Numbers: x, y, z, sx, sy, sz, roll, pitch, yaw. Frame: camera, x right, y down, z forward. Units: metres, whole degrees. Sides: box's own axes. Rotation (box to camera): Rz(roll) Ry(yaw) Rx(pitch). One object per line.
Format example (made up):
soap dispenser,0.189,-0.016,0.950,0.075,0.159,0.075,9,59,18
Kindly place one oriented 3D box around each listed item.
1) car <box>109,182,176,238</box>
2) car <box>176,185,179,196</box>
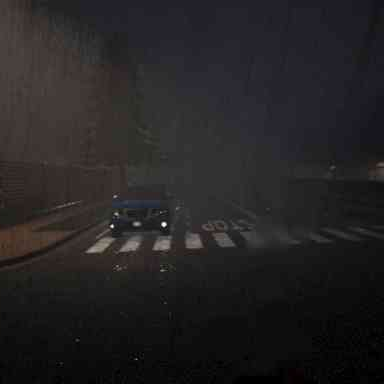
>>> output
car,-1.979,0.621,14.258,2.150,2.045,5.566,-2,3,-1
car,-2.589,-0.311,40.317,1.837,1.490,4.892,-2,3,-1
